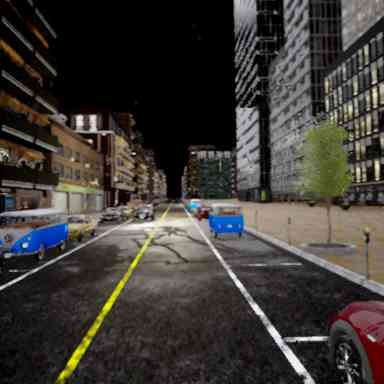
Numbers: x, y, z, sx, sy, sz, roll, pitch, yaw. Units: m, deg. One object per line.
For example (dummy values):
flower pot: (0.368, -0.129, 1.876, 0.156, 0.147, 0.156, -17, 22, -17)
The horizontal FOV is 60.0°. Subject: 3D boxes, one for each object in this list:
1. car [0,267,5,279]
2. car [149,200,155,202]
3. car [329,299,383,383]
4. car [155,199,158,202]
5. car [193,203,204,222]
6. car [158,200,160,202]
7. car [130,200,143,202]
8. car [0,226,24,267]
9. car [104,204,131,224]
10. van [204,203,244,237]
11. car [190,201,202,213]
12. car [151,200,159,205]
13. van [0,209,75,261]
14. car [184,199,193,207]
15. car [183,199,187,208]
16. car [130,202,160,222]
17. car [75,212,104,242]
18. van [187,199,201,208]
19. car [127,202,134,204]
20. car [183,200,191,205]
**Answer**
car: (-3.076, 1.614, 1.273, 2.033, 1.411, 5.357, -1, -1, -3)
car: (-8.645, 2.514, 63.234, 1.887, 1.381, 4.507, 0, -1, -3)
car: (2.673, 1.432, 2.450, 1.967, 1.590, 4.097, 0, -1, -3)
car: (-9.180, 2.708, 74.359, 1.802, 1.307, 4.206, 0, -1, -3)
car: (1.333, 1.959, 30.260, 1.802, 1.307, 4.206, 0, -1, -3)
car: (-9.716, 2.828, 85.485, 1.887, 1.381, 4.507, 0, -1, -3)
car: (-7.841, 2.049, 46.549, 2.192, 1.841, 5.009, 0, -1, -3)
car: (-5.965, 1.745, 7.606, 2.008, 1.369, 4.403, 0, -1, -3)
car: (-7.036, 2.053, 29.856, 2.008, 1.369, 4.403, 0, -1, -3)
van: (1.869, 1.564, 19.140, 1.690, 1.788, 3.998, 0, -1, -3)
car: (1.057, 1.982, 35.993, 1.752, 1.417, 4.829, 0, -1, -3)
car: (-9.984, 2.928, 91.048, 1.947, 1.339, 4.313, 0, -1, -3)
van: (-6.233, 1.612, 13.173, 1.690, 1.788, 3.998, 0, -1, -3)
car: (-0.811, 2.441, 74.765, 1.967, 1.590, 4.097, 0, -1, -3)
car: (-0.283, 2.371, 63.807, 1.752, 1.417, 4.829, 0, -1, -3)
car: (-4.422, 1.971, 31.246, 2.128, 1.511, 4.902, -1, -1, -3)
car: (-6.492, 1.871, 18.563, 1.752, 1.417, 4.829, 0, -1, -3)
van: (0.529, 1.950, 46.953, 1.690, 1.788, 3.998, 0, -1, -3)
car: (-7.296, 2.102, 35.251, 1.752, 1.417, 4.829, 0, -1, -3)
car: (-1.347, 2.703, 85.889, 1.887, 1.381, 4.507, 0, -1, -3)
